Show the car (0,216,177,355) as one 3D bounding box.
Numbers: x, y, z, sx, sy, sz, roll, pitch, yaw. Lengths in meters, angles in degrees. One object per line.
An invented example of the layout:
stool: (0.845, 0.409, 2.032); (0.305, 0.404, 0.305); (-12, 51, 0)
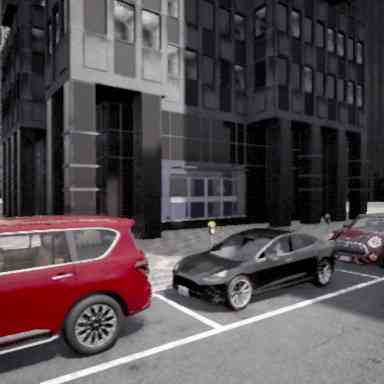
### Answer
car: (-2.952, 1.315, 4.547); (5.009, 1.841, 2.192); (0, 0, -35)

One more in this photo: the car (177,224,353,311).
car: (1.609, 1.569, 7.798); (4.313, 1.339, 1.947); (0, 0, -35)

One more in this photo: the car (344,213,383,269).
car: (6.170, 1.446, 11.051); (4.097, 1.590, 1.967); (0, 0, -35)
